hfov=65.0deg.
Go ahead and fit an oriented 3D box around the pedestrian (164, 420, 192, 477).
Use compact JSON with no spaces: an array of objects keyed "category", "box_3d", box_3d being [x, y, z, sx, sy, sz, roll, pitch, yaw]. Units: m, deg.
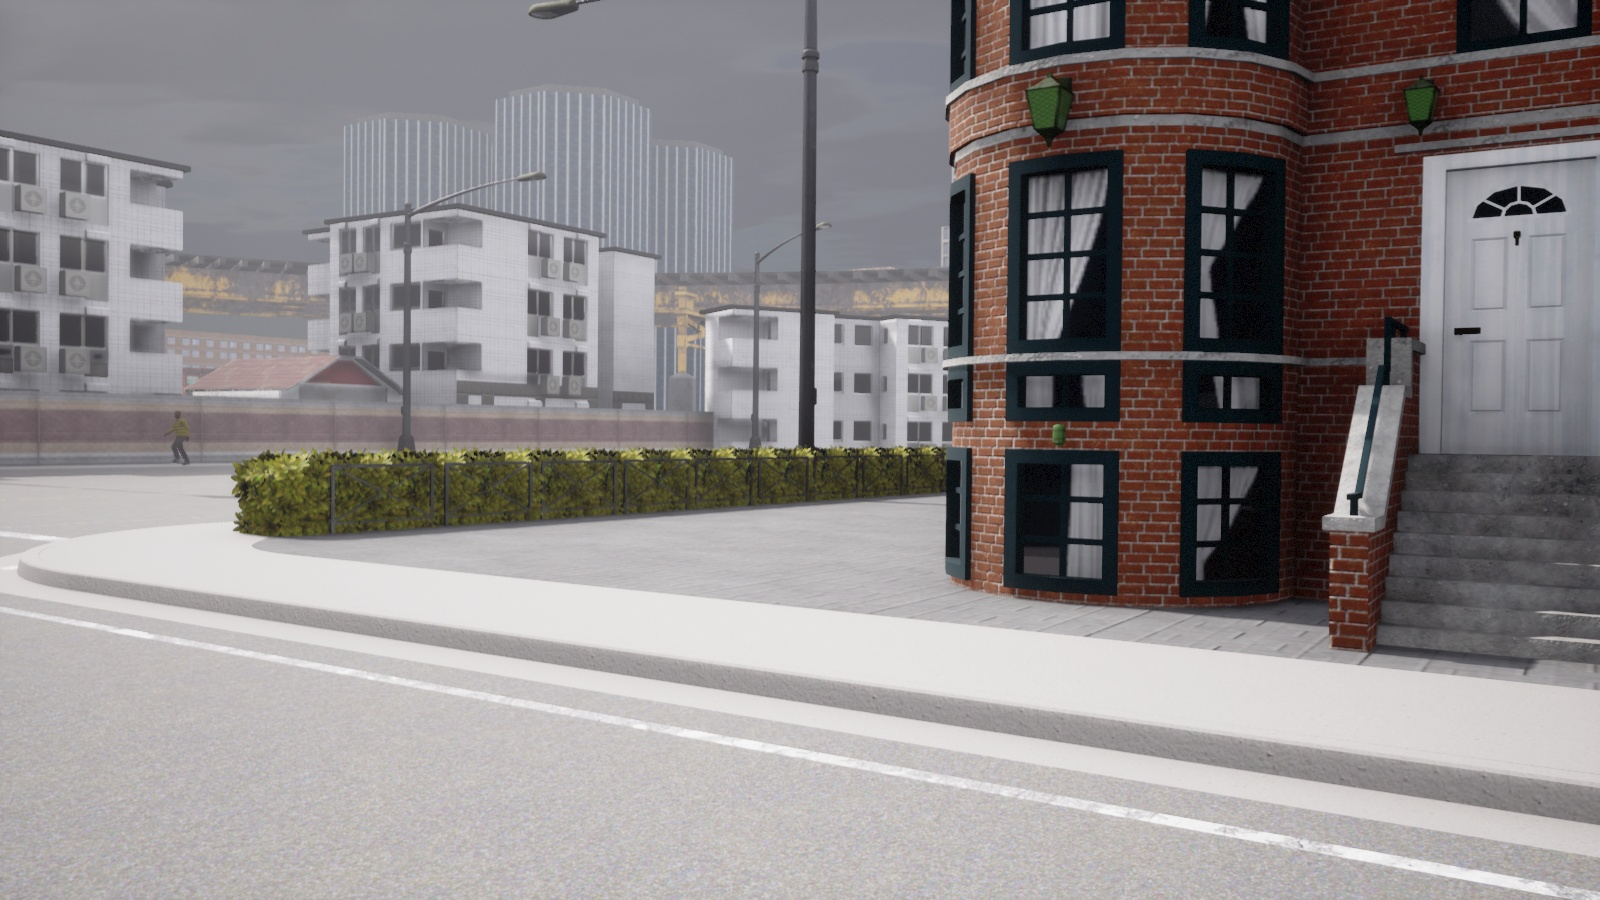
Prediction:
[{"category":"pedestrian","box_3d":[-20.326,-0.043,41.034,0.370,1.835,0.726,0,1,36]}]
